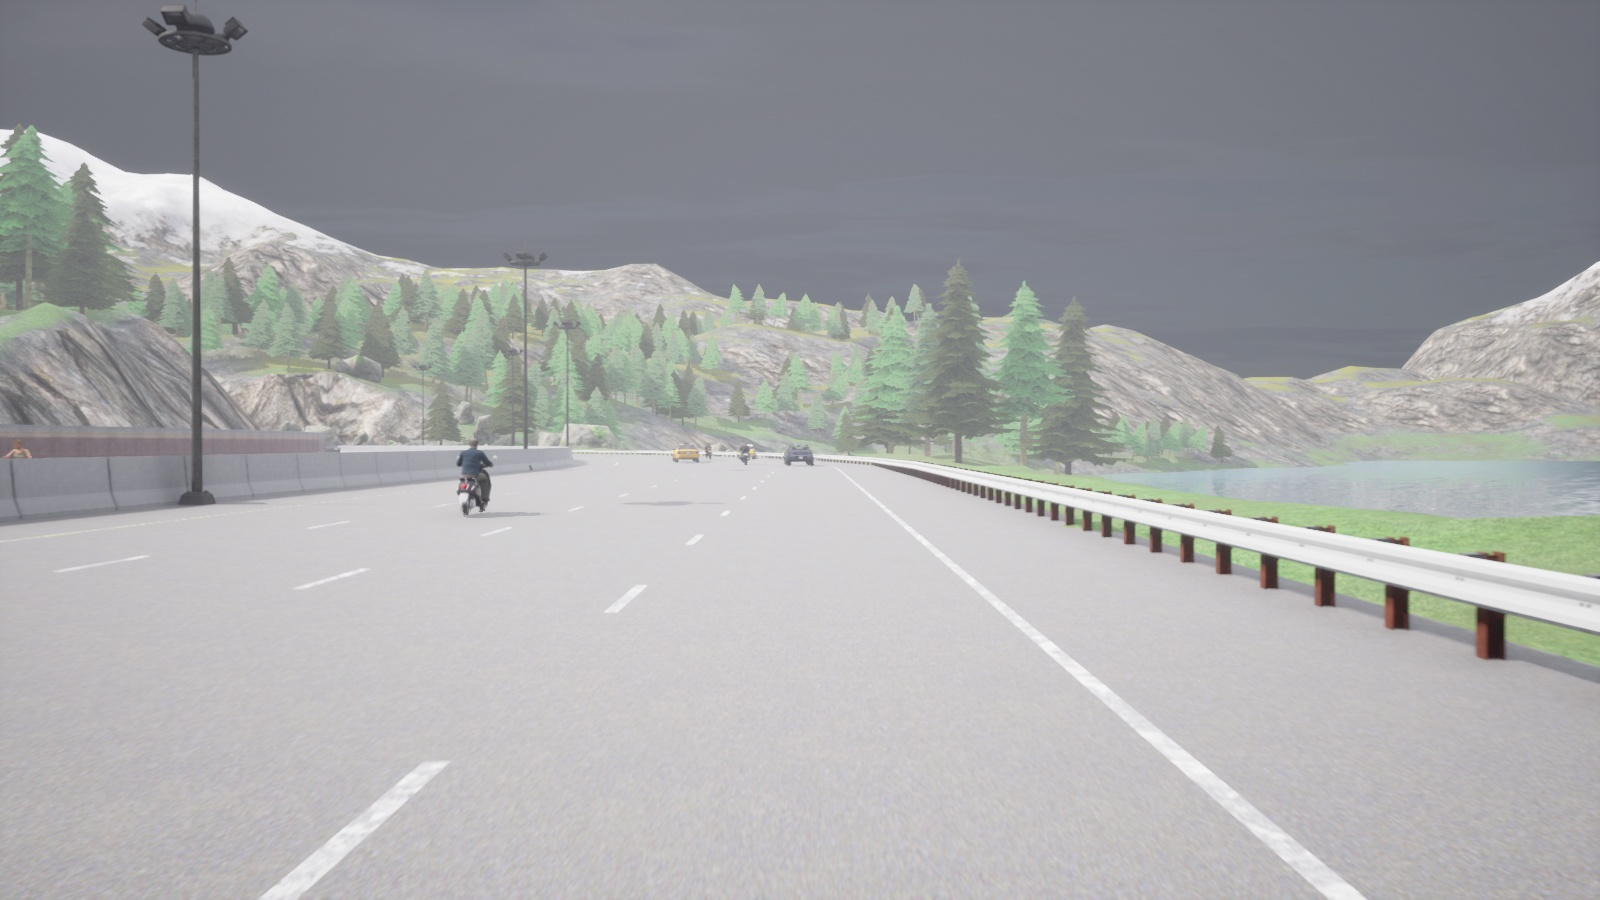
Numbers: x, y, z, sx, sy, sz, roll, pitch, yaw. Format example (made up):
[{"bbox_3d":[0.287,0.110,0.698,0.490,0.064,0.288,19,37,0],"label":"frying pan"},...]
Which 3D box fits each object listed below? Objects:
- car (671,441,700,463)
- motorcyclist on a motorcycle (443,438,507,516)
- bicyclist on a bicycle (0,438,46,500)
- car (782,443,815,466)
[{"bbox_3d":[-8.833,0.133,96.704,1.801,1.575,5.366,0,0,-10],"label":"car"},{"bbox_3d":[-6.832,0.545,26.502,0.866,1.590,1.817,0,0,0],"label":"motorcyclist on a motorcycle"},{"bbox_3d":[-20.799,0.479,33.148,0.866,1.612,1.509,0,0,0],"label":"bicyclist on a bicycle"},{"bbox_3d":[-0.132,0.289,83.594,1.816,1.474,4.193,0,0,-5],"label":"car"}]
